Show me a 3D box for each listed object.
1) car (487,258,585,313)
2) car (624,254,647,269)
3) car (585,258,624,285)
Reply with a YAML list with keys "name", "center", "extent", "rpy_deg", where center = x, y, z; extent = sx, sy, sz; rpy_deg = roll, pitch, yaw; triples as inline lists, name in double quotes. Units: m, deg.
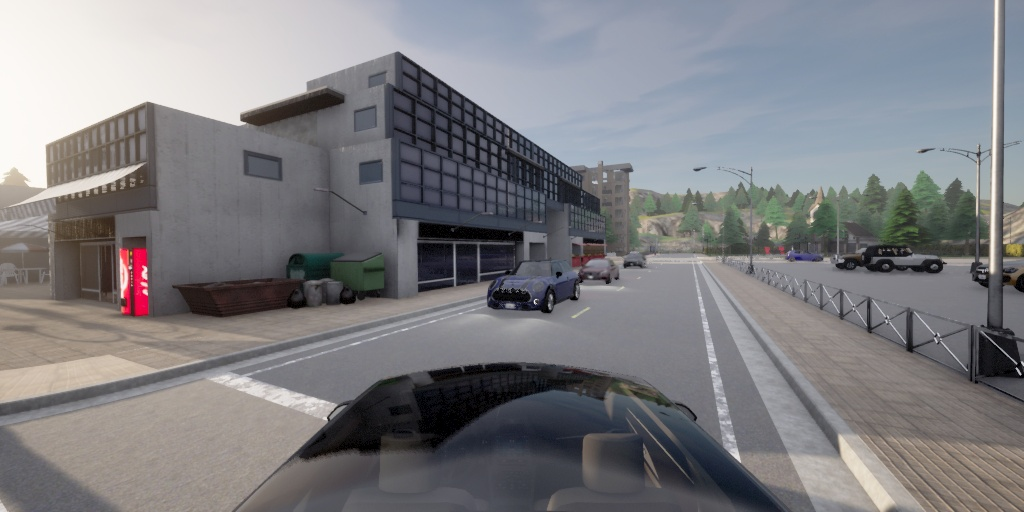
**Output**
- name: "car"
  center: [0.927, 0.908, 13.068]
  extent: [2.097, 1.767, 4.553]
  rpy_deg: [0, 1, 26]
- name: "car"
  center: [12.472, 0.520, 36.230]
  extent: [1.837, 1.490, 4.892]
  rpy_deg: [0, 1, 27]
- name: "car"
  center: [5.423, 0.870, 22.127]
  extent: [1.812, 1.442, 4.674]
  rpy_deg: [0, 1, 26]
